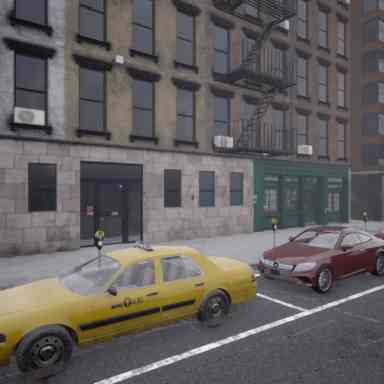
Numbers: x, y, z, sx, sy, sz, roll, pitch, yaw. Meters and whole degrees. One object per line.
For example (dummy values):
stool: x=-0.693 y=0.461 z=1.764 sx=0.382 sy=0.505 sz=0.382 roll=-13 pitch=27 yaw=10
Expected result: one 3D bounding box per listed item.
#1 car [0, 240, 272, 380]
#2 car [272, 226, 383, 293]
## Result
car: x=-1.036 y=1.525 z=5.455 sx=4.829 sy=1.417 sz=1.752 roll=0 pitch=0 yaw=-36
car: x=3.588 y=1.583 z=8.768 sx=4.206 sy=1.307 sz=1.802 roll=0 pitch=0 yaw=-36
